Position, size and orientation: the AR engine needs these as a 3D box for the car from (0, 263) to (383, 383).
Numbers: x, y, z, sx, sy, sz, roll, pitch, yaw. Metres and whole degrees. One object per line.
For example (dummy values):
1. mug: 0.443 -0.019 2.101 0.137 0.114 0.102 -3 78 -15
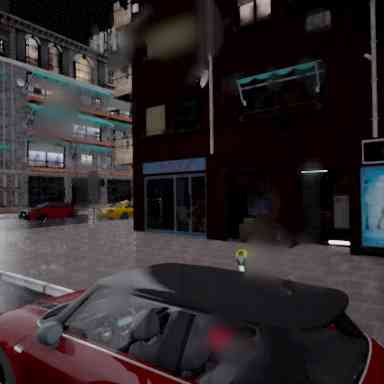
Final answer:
1. car: -0.356 1.440 3.206 4.097 1.590 1.967 0 -1 36

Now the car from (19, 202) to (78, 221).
1. car: -11.007 1.440 25.665 1.994 1.385 4.181 -1 0 36

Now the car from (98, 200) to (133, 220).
1. car: -4.618 1.276 24.563 1.752 1.417 4.829 -1 0 36
